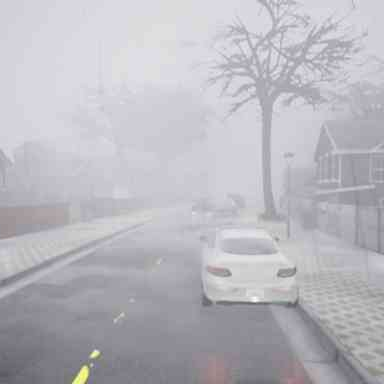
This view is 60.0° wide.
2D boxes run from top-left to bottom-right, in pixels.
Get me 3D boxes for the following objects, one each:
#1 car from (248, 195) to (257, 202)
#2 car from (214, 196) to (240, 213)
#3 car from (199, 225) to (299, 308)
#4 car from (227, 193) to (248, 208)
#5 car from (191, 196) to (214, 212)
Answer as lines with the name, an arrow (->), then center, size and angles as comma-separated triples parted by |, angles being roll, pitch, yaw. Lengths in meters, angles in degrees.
car -> 13.085, 1.374, 73.318 | 1.812, 1.442, 4.674 | 0, 0, 24
car -> 3.813, 1.441, 35.419 | 1.812, 1.442, 4.674 | 0, 0, 12
car -> 1.146, 1.506, 7.786 | 1.812, 1.442, 4.674 | 0, 0, 3
car -> 5.946, 1.118, 45.253 | 2.150, 2.045, 5.566 | 0, 0, 15
car -> 1.315, 1.255, 37.618 | 2.097, 1.767, 4.553 | 0, 0, 12
